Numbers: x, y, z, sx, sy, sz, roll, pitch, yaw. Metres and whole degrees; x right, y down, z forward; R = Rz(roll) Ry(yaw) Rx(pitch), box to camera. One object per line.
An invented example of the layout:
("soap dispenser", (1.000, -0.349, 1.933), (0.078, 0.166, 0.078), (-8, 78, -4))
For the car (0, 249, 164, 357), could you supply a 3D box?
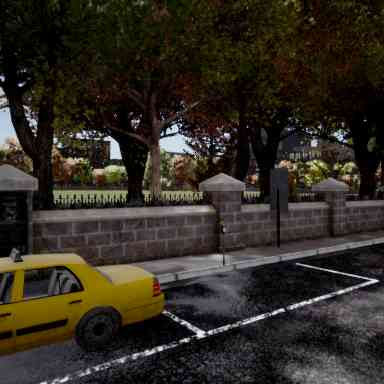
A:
("car", (-2.735, 1.525, 4.609), (4.829, 1.417, 1.752), (0, 0, -35))
